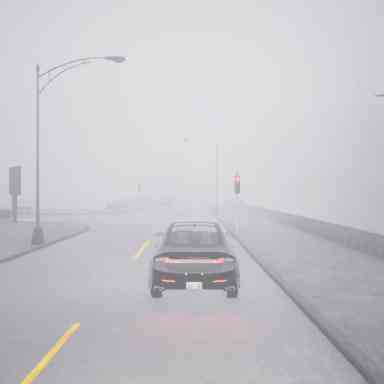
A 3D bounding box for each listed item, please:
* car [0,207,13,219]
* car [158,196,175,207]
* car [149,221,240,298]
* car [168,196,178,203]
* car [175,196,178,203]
[{"bbox_3d":[-16.512,1.564,26.644,4.181,1.385,1.994,0,0,0],"label":"car"},{"bbox_3d":[-4.119,1.547,50.882,2.033,1.411,5.357,0,0,0],"label":"car"},{"bbox_3d":[0.058,1.492,8.491,2.128,1.511,4.902,0,0,0],"label":"car"},{"bbox_3d":[-4.030,1.552,70.365,1.994,1.385,4.181,0,0,0],"label":"car"},{"bbox_3d":[-4.095,1.601,60.548,1.895,1.301,4.718,0,0,0],"label":"car"}]
